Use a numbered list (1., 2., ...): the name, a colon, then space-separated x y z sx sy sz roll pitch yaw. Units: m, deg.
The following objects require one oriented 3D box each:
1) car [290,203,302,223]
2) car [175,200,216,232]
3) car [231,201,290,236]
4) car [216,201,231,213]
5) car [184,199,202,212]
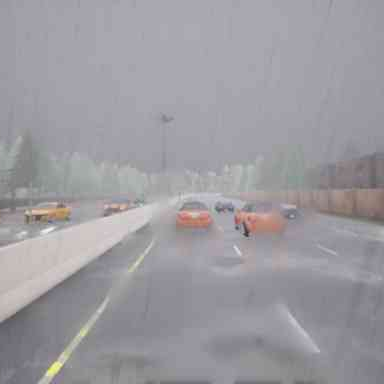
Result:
1. car: 7.113 1.546 25.823 1.812 1.442 4.674 0 0 0
2. car: 0.119 1.366 20.334 2.097 1.767 4.553 0 0 0
3. car: 3.619 1.366 18.480 2.097 1.767 4.553 0 0 0
4. car: 3.631 1.629 37.721 1.895 1.301 4.718 0 0 0
5. car: 0.139 1.593 39.687 1.994 1.385 4.181 0 0 0
